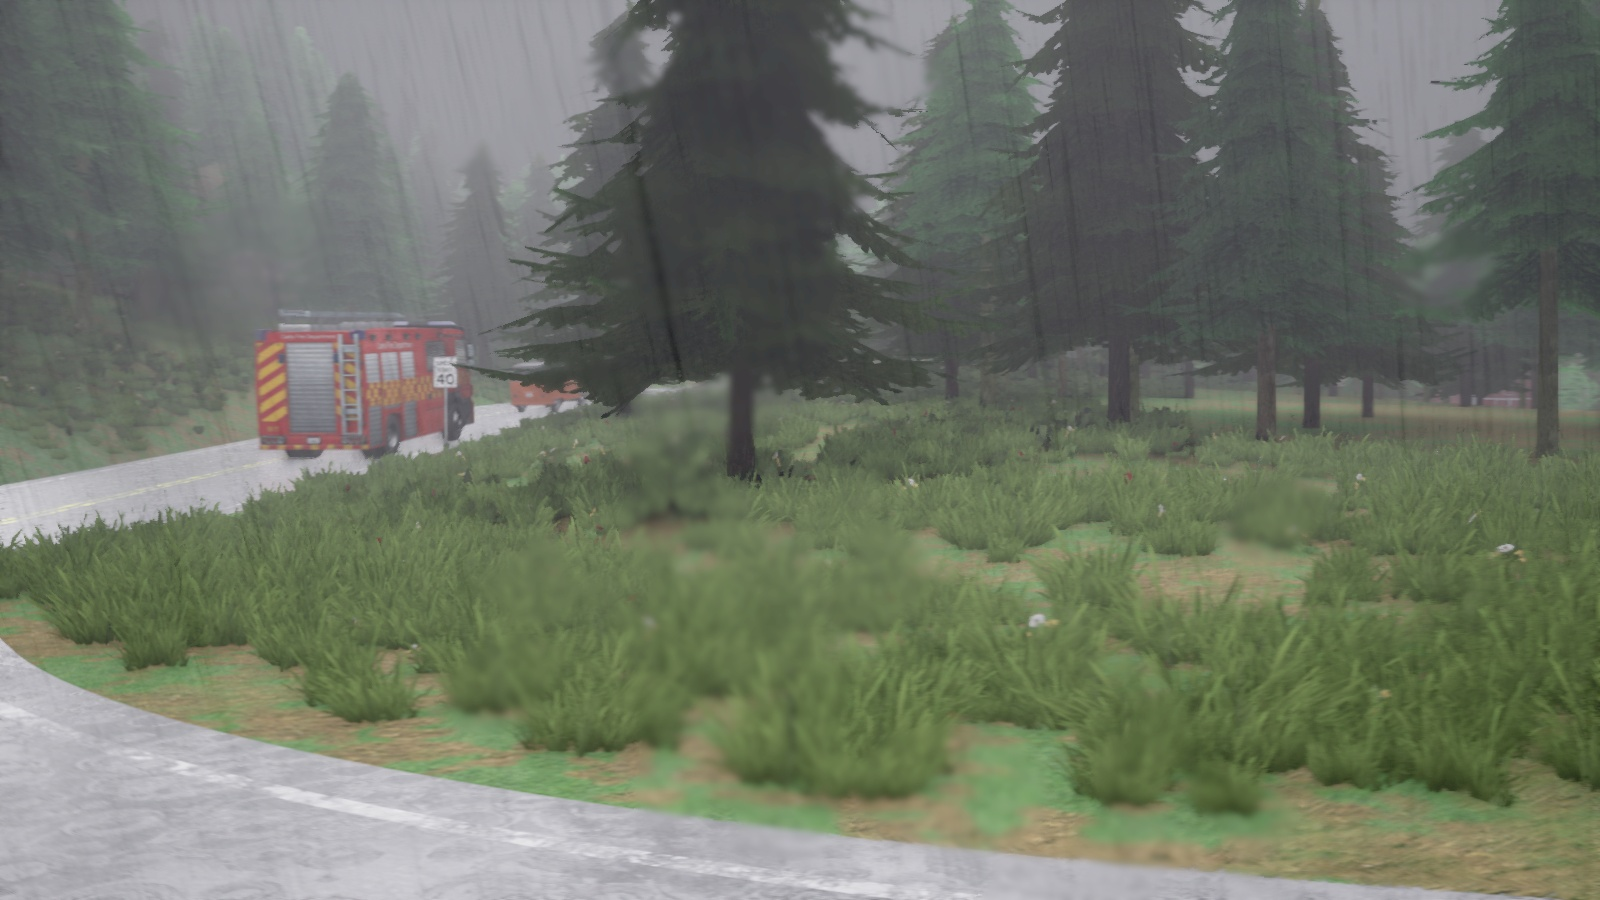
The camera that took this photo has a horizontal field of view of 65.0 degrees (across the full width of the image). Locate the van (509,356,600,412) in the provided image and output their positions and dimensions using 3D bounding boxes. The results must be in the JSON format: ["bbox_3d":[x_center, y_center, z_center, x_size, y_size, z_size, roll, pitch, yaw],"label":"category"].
[{"bbox_3d":[-9.794,-2.680,50.467,1.775,1.987,4.442,0,6,14],"label":"van"}]

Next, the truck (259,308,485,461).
[{"bbox_3d":[-11.757,-2.062,35.633,2.891,3.827,8.468,0,6,4],"label":"truck"}]
